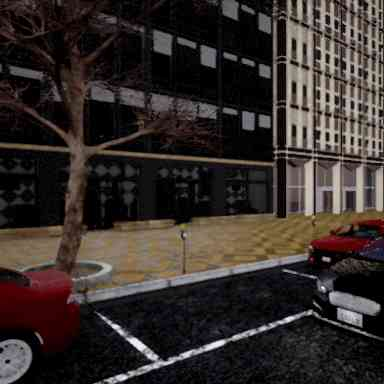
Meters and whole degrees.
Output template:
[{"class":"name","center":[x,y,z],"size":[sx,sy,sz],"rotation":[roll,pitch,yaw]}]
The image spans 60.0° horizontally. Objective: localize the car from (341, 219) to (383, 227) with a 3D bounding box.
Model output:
[{"class":"car","center":[5.401,1.546,10.165],"size":[4.507,1.381,1.887],"rotation":[0,0,-36]}]

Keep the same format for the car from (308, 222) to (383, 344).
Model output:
[{"class":"car","center":[4.200,1.493,6.094],"size":[4.902,1.511,2.128],"rotation":[0,0,-36]}]

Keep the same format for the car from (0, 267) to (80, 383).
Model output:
[{"class":"car","center":[-3.616,1.545,3.698],"size":[4.507,1.381,1.887],"rotation":[0,0,-35]}]
